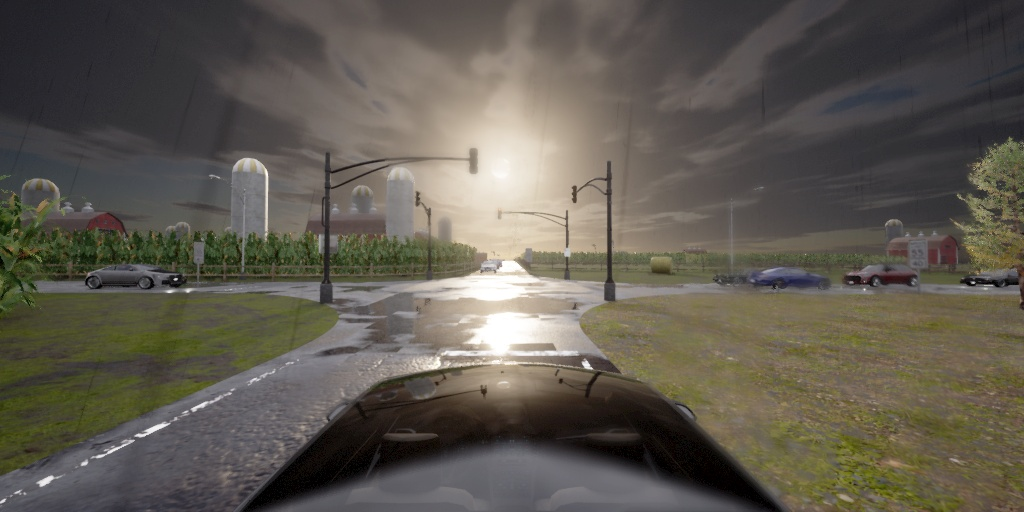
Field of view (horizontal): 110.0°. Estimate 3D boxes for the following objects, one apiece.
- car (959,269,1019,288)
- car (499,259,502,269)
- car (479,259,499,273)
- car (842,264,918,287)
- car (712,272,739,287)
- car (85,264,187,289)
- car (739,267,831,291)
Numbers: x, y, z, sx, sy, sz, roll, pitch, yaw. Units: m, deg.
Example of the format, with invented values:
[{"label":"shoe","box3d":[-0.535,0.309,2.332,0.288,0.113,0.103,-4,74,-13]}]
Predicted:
[{"label":"car","box3d":[38.167,1.710,27.816,5.357,1.411,2.033,1,-1,-4]},{"label":"car","box3d":[-2.868,1.332,55.000,1.812,1.442,4.674,0,0,0]},{"label":"car","box3d":[-2.807,1.314,43.480,1.812,1.442,4.674,0,0,-1]},{"label":"car","box3d":[27.666,1.413,27.031,4.553,1.767,2.097,1,-1,-4]},{"label":"car","box3d":[17.399,1.567,26.294,4.718,1.301,1.895,1,-1,-4]},{"label":"car","box3d":[-20.968,1.118,20.125,4.181,1.385,1.994,0,-1,-3]},{"label":"car","box3d":[17.392,1.412,22.620,4.674,1.442,1.812,1,-1,-3]}]
